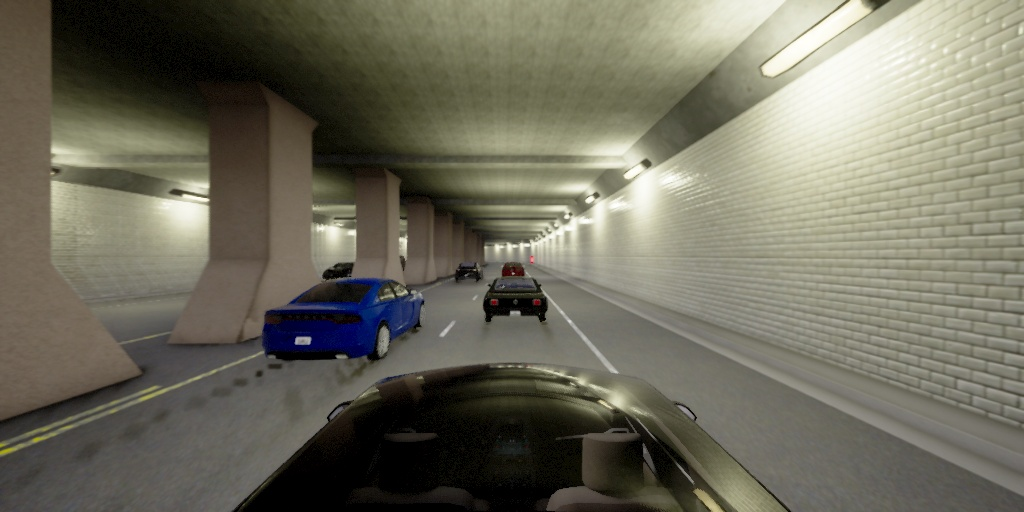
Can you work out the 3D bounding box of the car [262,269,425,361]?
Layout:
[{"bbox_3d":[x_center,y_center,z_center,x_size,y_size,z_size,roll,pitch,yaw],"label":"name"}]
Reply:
[{"bbox_3d":[-3.399,1.226,8.311,1.882,1.535,5.008,0,0,0],"label":"car"}]

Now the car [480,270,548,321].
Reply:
[{"bbox_3d":[0.101,1.348,12.409,1.895,1.301,4.718,0,0,0],"label":"car"}]

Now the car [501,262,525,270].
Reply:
[{"bbox_3d":[0.103,1.219,30.518,1.882,1.535,5.008,0,0,0],"label":"car"}]

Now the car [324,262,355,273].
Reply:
[{"bbox_3d":[-14.092,1.247,30.436,1.837,1.490,4.892,0,0,0],"label":"car"}]

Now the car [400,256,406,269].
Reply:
[{"bbox_3d":[-10.594,0.965,30.275,2.150,2.045,5.566,0,0,0],"label":"car"}]

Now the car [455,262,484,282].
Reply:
[{"bbox_3d":[-3.396,1.234,28.925,2.128,1.511,4.902,0,0,0],"label":"car"}]
